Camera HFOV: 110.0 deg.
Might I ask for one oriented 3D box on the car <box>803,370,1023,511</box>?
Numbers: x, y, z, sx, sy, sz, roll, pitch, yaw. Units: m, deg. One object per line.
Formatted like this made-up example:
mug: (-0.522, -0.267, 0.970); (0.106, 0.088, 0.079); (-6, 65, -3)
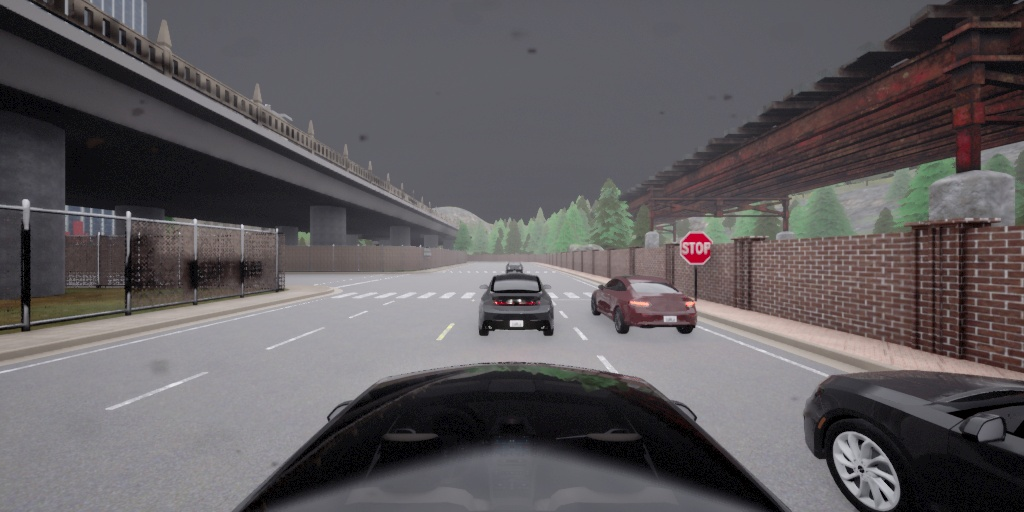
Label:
car: (3.600, 1.255, 1.286); (1.837, 1.490, 4.892); (0, 0, 0)

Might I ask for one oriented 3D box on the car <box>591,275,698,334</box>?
car: (3.626, 1.276, 10.504); (1.812, 1.442, 4.674); (0, 0, 0)

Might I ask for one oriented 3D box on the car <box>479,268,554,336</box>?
car: (0.105, 1.255, 10.378); (1.837, 1.490, 4.892); (0, 0, 0)

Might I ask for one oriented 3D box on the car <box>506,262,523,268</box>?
car: (0.270, 1.351, 41.488); (1.895, 1.301, 4.718); (0, 0, 0)
